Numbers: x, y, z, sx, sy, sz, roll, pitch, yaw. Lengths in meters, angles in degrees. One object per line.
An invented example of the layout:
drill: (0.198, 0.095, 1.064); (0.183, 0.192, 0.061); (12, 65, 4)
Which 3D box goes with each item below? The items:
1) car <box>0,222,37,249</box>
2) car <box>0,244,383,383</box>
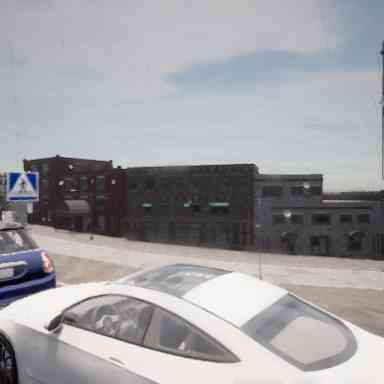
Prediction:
car: (-4.788, 1.352, 6.665); (4.553, 1.767, 2.185); (0, 0, 35)
car: (-0.315, 1.520, 3.475); (4.674, 1.452, 2.002); (0, 0, 35)
